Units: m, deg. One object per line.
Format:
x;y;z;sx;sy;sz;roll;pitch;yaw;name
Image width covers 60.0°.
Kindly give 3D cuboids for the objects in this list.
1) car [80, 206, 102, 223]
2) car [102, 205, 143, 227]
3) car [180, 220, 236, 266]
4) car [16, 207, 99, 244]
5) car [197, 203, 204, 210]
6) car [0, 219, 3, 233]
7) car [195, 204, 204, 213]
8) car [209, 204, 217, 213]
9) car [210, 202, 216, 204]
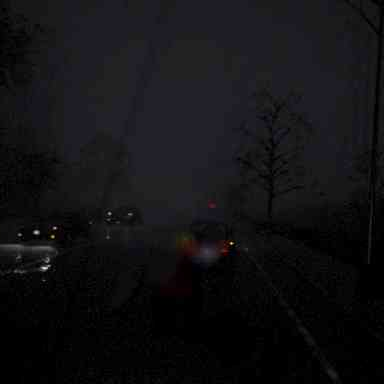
-8.978;1.902;27.966;1.994;1.385;4.181;3;-2;3;car
-5.477;1.859;27.710;2.097;1.767;4.553;3;-2;4;car
0.641;1.763;12.505;1.812;1.442;4.674;3;-2;4;car
-6.260;1.552;15.661;1.994;1.385;4.181;3;-2;4;car
2.449;4.088;95.430;1.882;1.535;5.008;3;1;4;car
-9.885;1.308;13.804;1.994;1.385;4.181;3;-2;4;car
1.755;4.375;85.053;1.837;1.490;4.892;3;1;4;car
5.264;4.637;85.203;1.895;1.301;4.718;3;1;4;car
5.952;4.005;95.229;2.150;2.045;5.566;3;1;4;car
